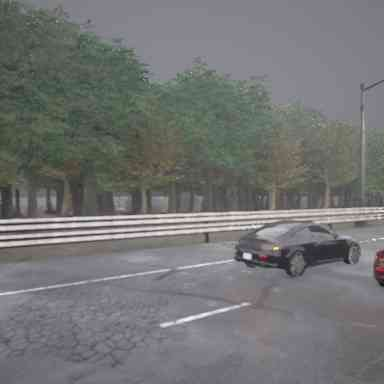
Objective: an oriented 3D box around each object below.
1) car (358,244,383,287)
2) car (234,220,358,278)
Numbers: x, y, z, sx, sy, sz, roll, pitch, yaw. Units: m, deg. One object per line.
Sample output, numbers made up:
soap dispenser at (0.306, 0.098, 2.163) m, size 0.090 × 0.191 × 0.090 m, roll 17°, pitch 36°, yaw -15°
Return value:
car at (6.280, 1.630, 8.230) m, size 4.674 × 1.442 × 1.812 m, roll 1°, pitch 0°, yaw -36°
car at (3.394, 1.619, 10.469) m, size 4.674 × 1.442 × 1.812 m, roll 1°, pitch 0°, yaw -35°
